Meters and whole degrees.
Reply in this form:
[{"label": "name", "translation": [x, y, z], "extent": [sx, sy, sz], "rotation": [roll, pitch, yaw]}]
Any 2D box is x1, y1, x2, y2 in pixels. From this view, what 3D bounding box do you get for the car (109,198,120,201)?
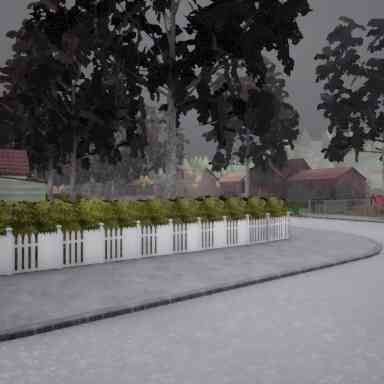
[{"label": "car", "translation": [-11.196, 1.562, 48.871], "extent": [1.994, 1.385, 4.181], "rotation": [0, 0, -35]}]
